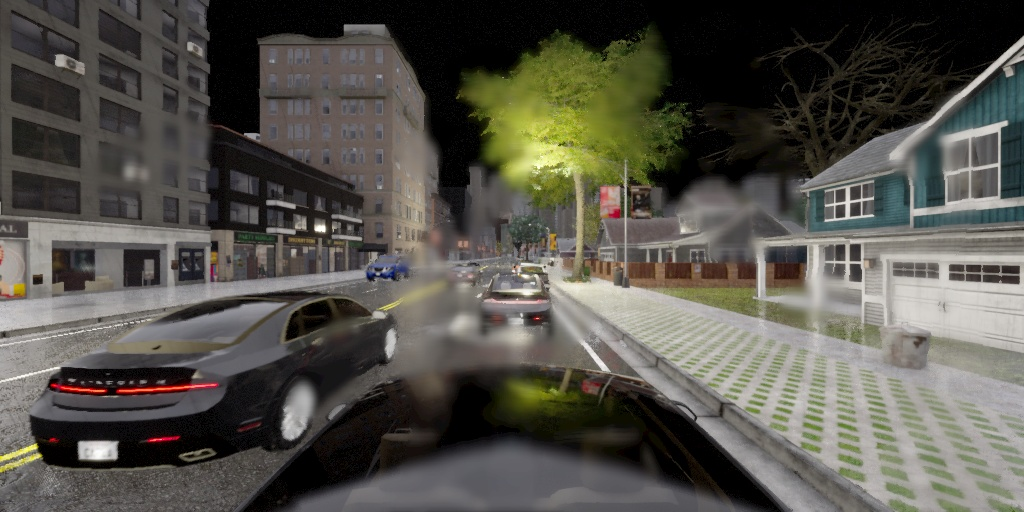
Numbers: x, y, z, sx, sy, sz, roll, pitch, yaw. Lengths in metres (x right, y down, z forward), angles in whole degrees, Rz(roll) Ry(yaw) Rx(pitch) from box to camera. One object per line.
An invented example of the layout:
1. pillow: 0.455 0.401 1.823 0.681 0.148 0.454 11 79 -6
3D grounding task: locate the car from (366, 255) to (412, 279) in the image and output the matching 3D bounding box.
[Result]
1. car: -9.748 0.953 28.881 2.150 2.045 5.566 0 0 0

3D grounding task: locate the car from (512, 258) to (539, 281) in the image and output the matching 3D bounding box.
1. car: 1.082 1.081 30.424 2.097 1.767 4.553 0 0 0

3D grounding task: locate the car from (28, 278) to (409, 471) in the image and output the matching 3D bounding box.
1. car: -3.137 1.252 5.152 1.837 1.490 4.892 0 -1 0

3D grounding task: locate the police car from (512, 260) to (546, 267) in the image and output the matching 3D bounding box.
1. police car: 1.045 1.165 20.564 1.930 1.638 5.238 0 0 0

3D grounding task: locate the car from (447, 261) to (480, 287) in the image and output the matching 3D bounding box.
1. car: -3.072 1.284 24.111 2.033 1.411 5.357 0 0 0

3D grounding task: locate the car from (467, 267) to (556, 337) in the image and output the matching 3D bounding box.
1. car: 0.131 1.239 10.315 2.128 1.511 4.902 0 0 0
